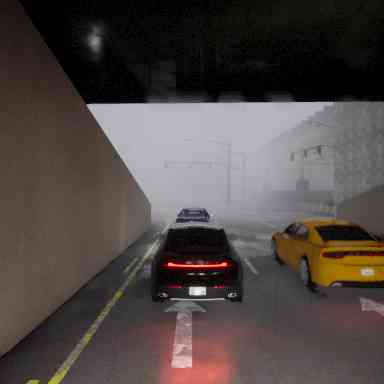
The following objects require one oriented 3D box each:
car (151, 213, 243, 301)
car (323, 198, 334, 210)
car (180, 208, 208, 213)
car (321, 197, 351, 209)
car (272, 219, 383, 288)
[{"bbox_3d":[0.106,1.505,8.304,1.837,1.490,4.892,0,0,0],"label":"car"},{"bbox_3d":[17.616,1.453,40.596,4.974,1.542,2.038,0,0,-45],"label":"car"},{"bbox_3d":[0.102,1.547,18.050,2.033,1.411,5.357,0,0,3],"label":"car"},{"bbox_3d":[17.653,1.295,40.633,4.536,1.218,1.853,0,0,-45],"label":"car"},{"bbox_3d":[3.602,1.478,9.278,1.882,1.535,5.008,0,0,0],"label":"car"}]
